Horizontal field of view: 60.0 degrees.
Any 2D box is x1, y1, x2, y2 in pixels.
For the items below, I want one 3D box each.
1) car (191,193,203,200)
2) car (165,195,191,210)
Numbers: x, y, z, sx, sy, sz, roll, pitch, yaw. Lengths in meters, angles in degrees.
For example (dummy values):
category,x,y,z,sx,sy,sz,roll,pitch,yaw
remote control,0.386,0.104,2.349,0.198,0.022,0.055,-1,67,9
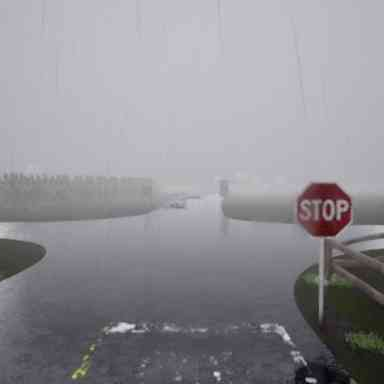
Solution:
category,x,y,z,sx,sy,sz,roll,pitch,yaw
car,0.767,0.781,59.002,1.895,1.301,4.718,0,1,7
car,-1.566,1.141,34.082,1.994,1.385,4.181,0,1,4
